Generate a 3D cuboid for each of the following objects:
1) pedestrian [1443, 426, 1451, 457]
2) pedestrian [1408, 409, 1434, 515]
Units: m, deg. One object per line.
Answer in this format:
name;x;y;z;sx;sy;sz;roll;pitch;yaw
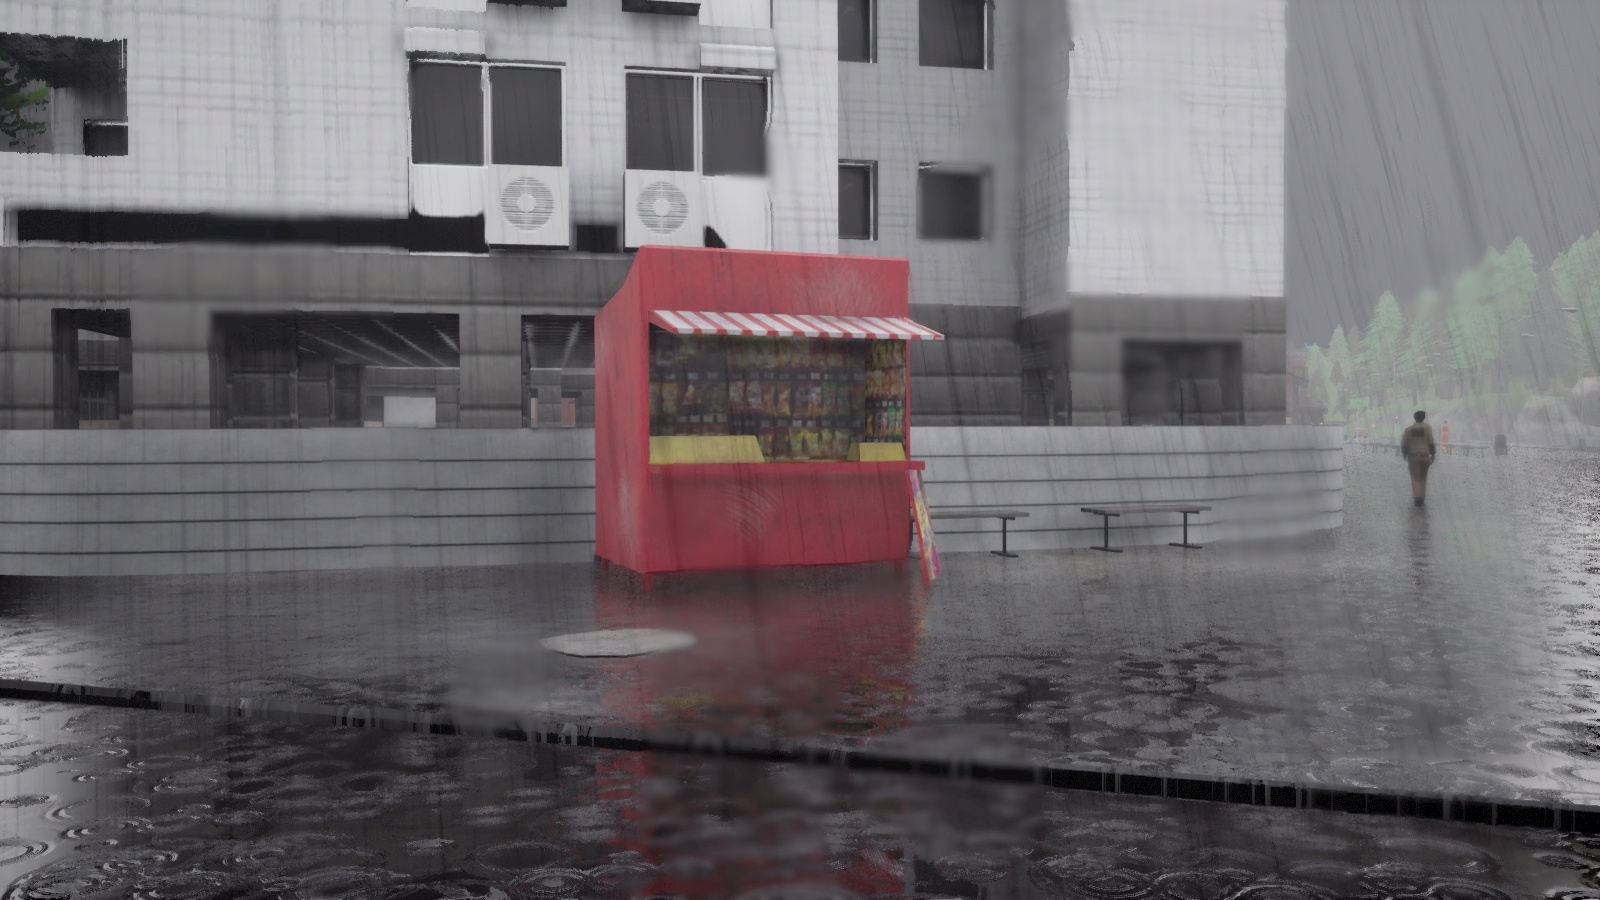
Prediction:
pedestrian;38.403;-0.513;74.551;0.345;1.836;0.594;1;1;19
pedestrian;11.421;0.210;23.079;0.396;1.930;0.692;1;1;27
